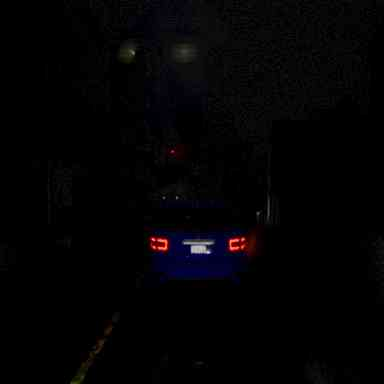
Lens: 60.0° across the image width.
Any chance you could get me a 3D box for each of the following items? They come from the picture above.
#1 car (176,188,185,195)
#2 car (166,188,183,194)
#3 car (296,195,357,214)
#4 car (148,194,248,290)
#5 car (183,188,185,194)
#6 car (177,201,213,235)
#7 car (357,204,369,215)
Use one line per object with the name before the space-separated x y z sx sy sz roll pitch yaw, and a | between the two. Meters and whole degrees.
car | -2.466 -0.164 74.950 1.882 1.535 5.008 0 2 0
car | -2.680 0.720 43.690 2.097 1.767 4.553 0 2 0
car | 12.836 1.171 32.446 5.009 1.841 2.192 1 0 0
car | 0.116 1.192 9.142 2.150 2.045 5.566 0 0 0
car | -2.592 0.384 59.733 2.128 1.511 4.902 0 2 1
car | 0.128 1.383 19.168 1.837 1.490 4.892 0 1 0
car | 18.234 1.514 32.436 4.206 1.307 1.802 1 0 0
